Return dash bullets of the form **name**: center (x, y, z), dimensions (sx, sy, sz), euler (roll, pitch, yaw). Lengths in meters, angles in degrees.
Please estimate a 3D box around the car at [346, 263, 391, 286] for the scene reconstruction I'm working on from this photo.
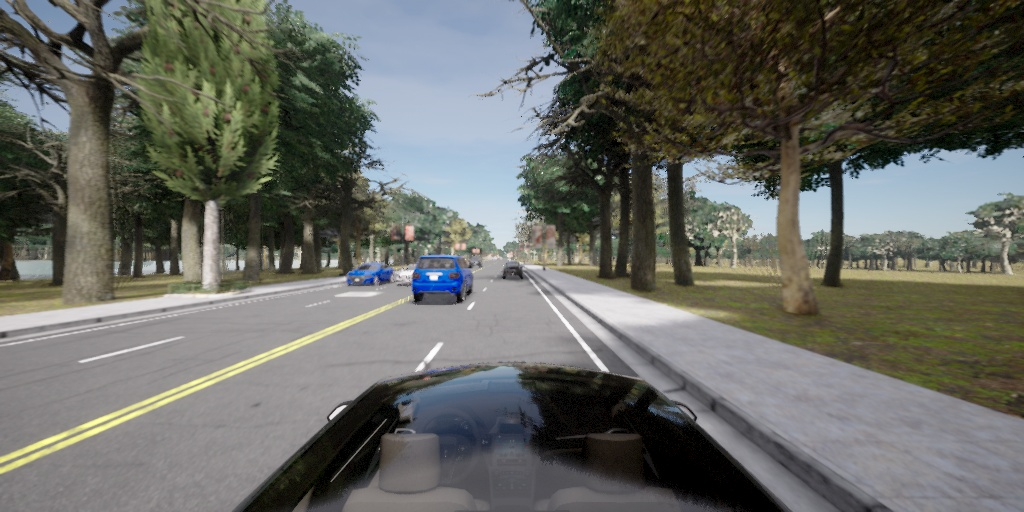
- **car**: center (-9.863, 1.246, 25.325), dimensions (1.882, 1.535, 5.008), euler (0, 0, 0)

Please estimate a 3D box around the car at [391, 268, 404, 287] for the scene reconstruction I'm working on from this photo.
- **car**: center (-6.623, 1.294, 25.121), dimensions (1.812, 1.442, 4.674), euler (0, 0, 0)

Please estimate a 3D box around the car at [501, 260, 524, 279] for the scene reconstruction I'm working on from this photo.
- **car**: center (0.066, 1.291, 33.210), dimensions (1.837, 1.490, 4.892), euler (0, 0, 0)

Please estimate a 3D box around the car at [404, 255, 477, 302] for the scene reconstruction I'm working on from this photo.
- **car**: center (-3.161, 0.980, 17.218), dimensions (2.150, 2.045, 5.566), euler (0, 0, 0)
